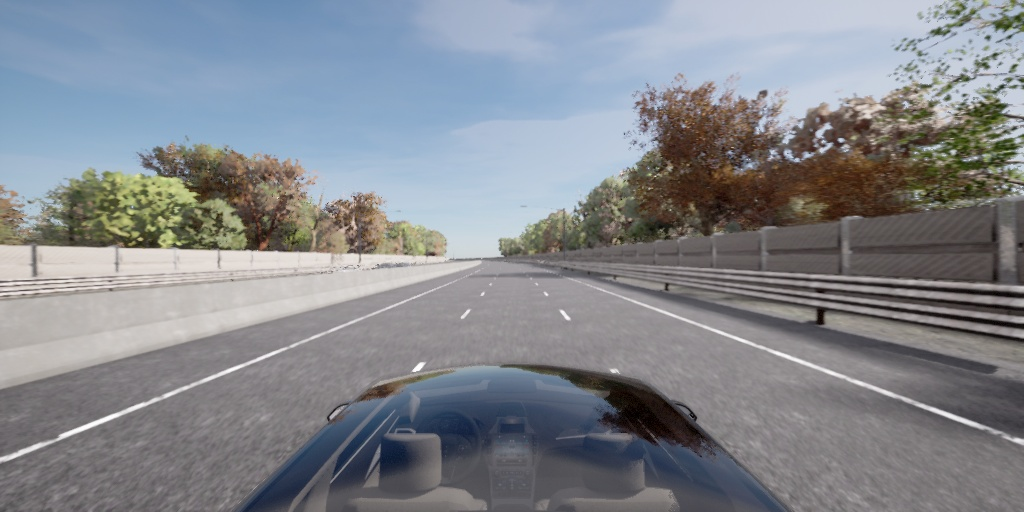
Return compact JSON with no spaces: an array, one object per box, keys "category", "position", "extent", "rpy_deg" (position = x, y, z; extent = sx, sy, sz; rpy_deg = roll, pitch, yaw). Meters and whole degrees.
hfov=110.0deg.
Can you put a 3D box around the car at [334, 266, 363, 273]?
[{"category":"car","position":[-21.101,1.987,46.254],"extent":[1.895,1.301,4.718],"rpy_deg":[-1,0,0]}]

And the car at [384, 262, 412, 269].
[{"category":"car","position":[-14.108,1.614,45.693],"extent":[2.097,1.767,4.553],"rpy_deg":[-1,0,0]}]

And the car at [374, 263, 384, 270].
[{"category":"car","position":[-17.650,1.703,50.405],"extent":[2.097,1.767,4.553],"rpy_deg":[-1,0,0]}]
